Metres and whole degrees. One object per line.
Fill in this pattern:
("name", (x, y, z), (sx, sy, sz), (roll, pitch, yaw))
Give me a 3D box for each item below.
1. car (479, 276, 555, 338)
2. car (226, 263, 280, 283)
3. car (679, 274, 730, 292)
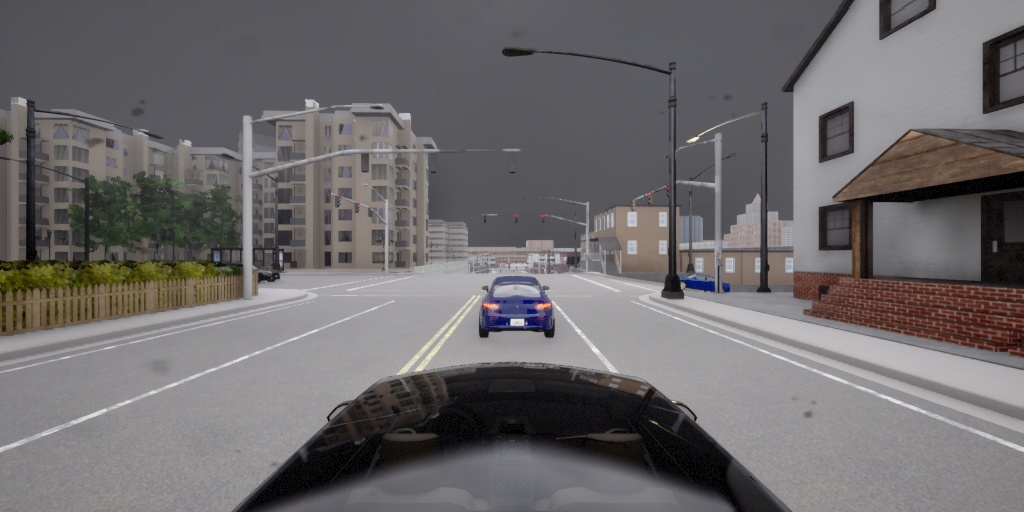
("car", (0.110, 1.276, 10.098), (1.812, 1.442, 4.674), (0, 0, 0))
("car", (-19.886, 1.255, 26.595), (4.892, 1.490, 1.837), (0, 0, 1))
("car", (15.377, 2.209, 29.782), (5.008, 1.535, 1.882), (9, 0, 1))
